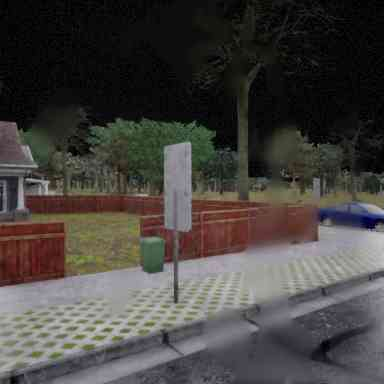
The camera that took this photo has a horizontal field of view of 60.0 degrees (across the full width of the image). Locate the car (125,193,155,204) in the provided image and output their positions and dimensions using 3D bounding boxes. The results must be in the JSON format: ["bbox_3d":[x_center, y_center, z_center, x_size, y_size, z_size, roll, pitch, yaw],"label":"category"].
[{"bbox_3d":[-6.057,0.987,40.598,1.812,1.442,4.674,0,1,-36],"label":"car"}]

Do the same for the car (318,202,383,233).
[{"bbox_3d":[9.555,1.354,18.752,1.882,1.535,5.008,0,1,-32],"label":"car"}]

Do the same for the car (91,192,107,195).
[{"bbox_3d":[-16.814,0.694,60.426,1.895,1.301,4.718,0,1,-36],"label":"car"}]

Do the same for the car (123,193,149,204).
[{"bbox_3d":[-8.221,0.853,48.578,1.812,1.442,4.674,0,1,-36],"label":"car"}]

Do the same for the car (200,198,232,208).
[{"bbox_3d":[1.794,1.217,29.750,2.033,1.411,5.357,0,1,-36],"label":"car"}]
